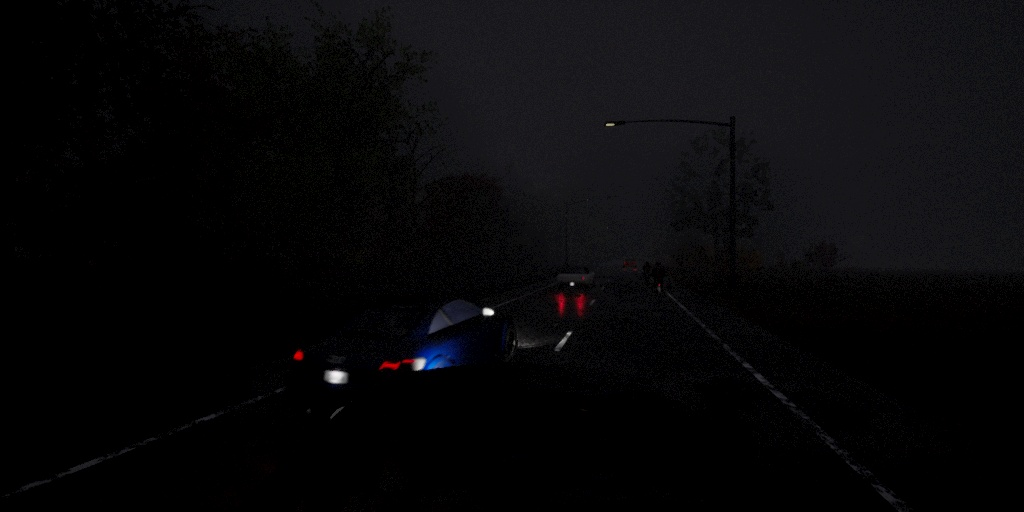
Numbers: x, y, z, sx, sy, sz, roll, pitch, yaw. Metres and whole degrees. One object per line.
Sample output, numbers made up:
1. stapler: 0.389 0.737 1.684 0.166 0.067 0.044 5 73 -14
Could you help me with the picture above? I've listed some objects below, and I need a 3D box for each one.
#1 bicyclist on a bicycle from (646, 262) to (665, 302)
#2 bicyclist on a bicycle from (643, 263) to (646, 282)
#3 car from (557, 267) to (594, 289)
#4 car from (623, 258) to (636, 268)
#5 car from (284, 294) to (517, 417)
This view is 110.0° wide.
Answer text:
1. bicyclist on a bicycle: 6.429 1.124 15.803 0.659 1.776 1.843 0 0 18
2. bicyclist on a bicycle: 9.110 1.208 24.175 0.582 1.620 1.656 0 0 18
3. car: 4.259 1.354 23.342 1.895 1.301 4.718 0 0 18
4. car: 19.733 1.117 60.157 2.097 1.767 4.553 0 0 18
5. car: -1.334 1.314 5.884 1.994 1.385 4.181 0 0 18
